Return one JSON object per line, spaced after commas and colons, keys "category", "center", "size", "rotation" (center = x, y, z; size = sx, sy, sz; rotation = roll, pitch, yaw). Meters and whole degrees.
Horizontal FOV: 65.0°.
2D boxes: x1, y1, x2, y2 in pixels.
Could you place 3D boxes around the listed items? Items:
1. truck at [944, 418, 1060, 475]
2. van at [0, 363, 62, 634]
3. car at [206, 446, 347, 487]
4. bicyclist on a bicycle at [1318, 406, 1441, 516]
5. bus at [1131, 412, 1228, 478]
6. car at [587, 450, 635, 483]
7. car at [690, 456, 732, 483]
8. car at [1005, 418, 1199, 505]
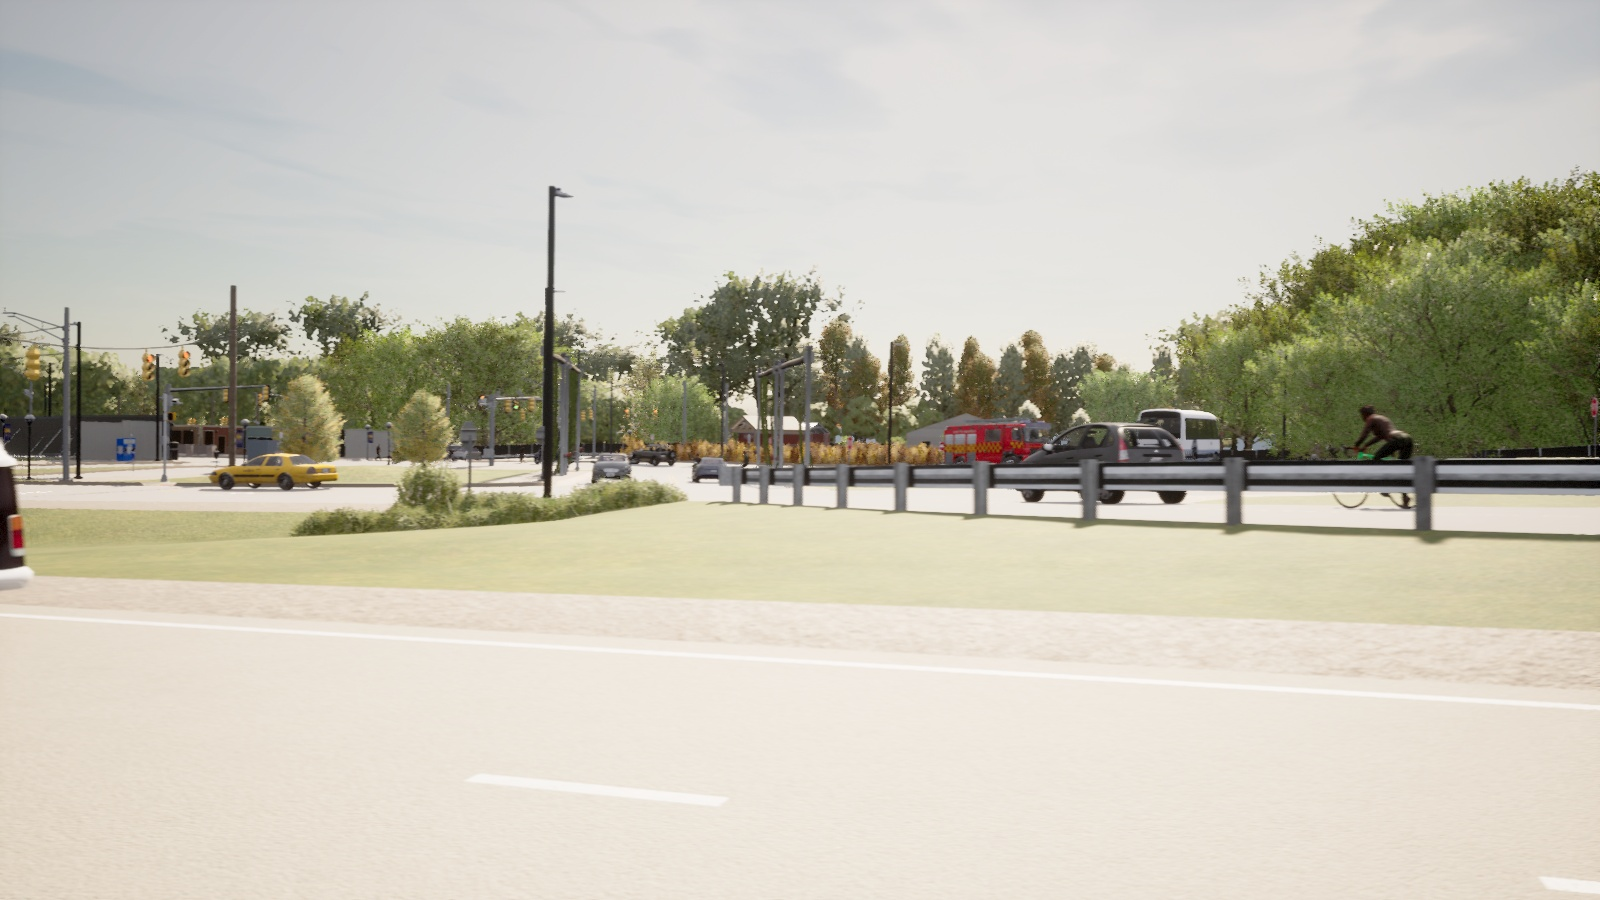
{"category": "truck", "center": [14.174, -0.213, 88.802], "size": [2.891, 3.827, 8.468], "rotation": [1, -1, -36]}
{"category": "van", "center": [-8.301, 0.356, 9.675], "size": [4.480, 2.038, 2.069], "rotation": [0, 1, 19]}
{"category": "car", "center": [-21.187, 0.636, 50.802], "size": [5.366, 1.575, 1.801], "rotation": [0, 1, 18]}
{"category": "bicyclist on a bicycle", "center": [8.932, 0.183, 19.420], "size": [0.582, 1.620, 1.656], "rotation": [1, -2, -31]}
{"category": "bus", "center": [26.362, -0.394, 86.806], "size": [3.944, 4.253, 10.273], "rotation": [1, 1, 31]}
{"category": "car", "center": [-9.108, 0.801, 60.841], "size": [2.128, 1.511, 4.902], "rotation": [1, -1, -7]}
{"category": "car", "center": [-4.921, 1.067, 69.180], "size": [1.994, 1.385, 4.181], "rotation": [1, 0, -8]}
{"category": "car", "center": [6.036, 0.277, 25.541], "size": [1.851, 1.617, 3.988], "rotation": [1, -2, -22]}
